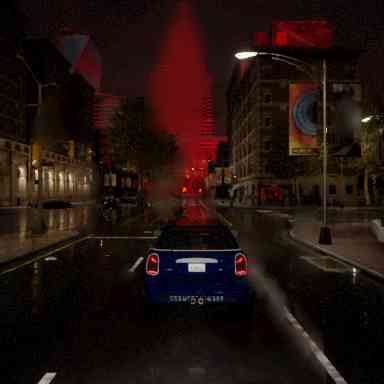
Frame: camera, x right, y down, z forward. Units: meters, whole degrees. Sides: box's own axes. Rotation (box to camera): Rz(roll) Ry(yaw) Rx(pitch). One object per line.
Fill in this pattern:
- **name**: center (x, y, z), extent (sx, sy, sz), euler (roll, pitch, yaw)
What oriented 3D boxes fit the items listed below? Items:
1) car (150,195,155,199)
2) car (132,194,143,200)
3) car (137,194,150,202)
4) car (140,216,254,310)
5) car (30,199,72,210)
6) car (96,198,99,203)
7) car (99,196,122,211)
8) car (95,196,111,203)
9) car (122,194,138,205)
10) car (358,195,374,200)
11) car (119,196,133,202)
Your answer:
- **car**: center (-11.201, 1.465, 89.464), extent (1.882, 1.535, 5.008), euler (0, 0, 0)
- **car**: center (-14.701, 1.342, 89.471), extent (2.097, 1.767, 4.553), euler (0, 0, 0)
- **car**: center (-11.253, 1.524, 74.102), extent (1.812, 1.442, 4.674), euler (0, 0, 0)
- **car**: center (0.100, 1.352, 7.983), extent (2.097, 1.767, 4.553), euler (0, 0, 0)
- **car**: center (-17.821, 1.601, 42.094), extent (1.895, 1.301, 4.718), euler (0, 0, 35)
- **car**: center (-14.879, 1.489, 58.925), extent (2.128, 1.511, 4.902), euler (0, 0, 0)
- **car**: center (-10.306, 1.548, 41.721), extent (2.033, 1.411, 5.357), euler (0, 0, -16)
- **car**: center (-18.025, 1.595, 67.492), extent (1.895, 1.301, 4.718), euler (0, 0, 0)
- **car**: center (-11.376, 1.564, 59.456), extent (1.994, 1.385, 4.181), euler (0, 0, 1)
- **car**: center (34.674, 1.481, 68.709), extent (2.231, 1.521, 4.892), euler (0, 0, 0)
- **car**: center (-14.753, 1.540, 74.081), extent (2.033, 1.411, 5.357), euler (0, 0, 0)
